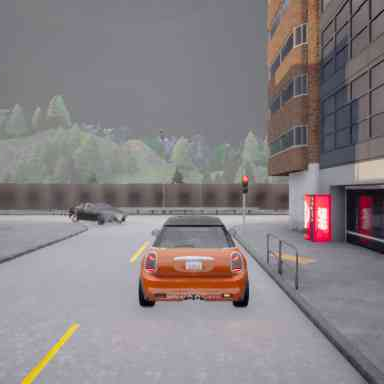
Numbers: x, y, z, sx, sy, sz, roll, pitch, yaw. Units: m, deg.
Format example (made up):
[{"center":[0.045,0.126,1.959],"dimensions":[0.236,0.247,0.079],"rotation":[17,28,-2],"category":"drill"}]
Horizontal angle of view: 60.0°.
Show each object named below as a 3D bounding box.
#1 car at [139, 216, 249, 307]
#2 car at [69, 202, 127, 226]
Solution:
[{"center":[0.045,1.352,8.155],"dimensions":[2.097,1.767,4.553],"rotation":[0,0,0],"category":"car"},{"center":[-6.661,1.492,23.412],"dimensions":[4.902,1.511,2.128],"rotation":[0,-1,38],"category":"car"}]
